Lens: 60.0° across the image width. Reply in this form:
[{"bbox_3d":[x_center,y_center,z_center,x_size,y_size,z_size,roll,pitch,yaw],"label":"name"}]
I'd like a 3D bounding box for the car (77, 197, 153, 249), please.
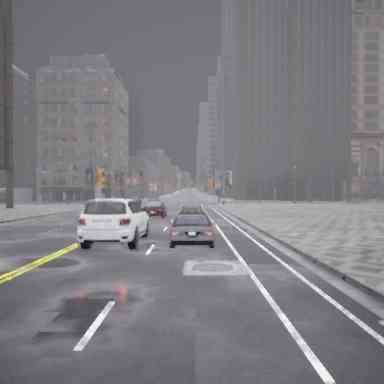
[{"bbox_3d":[-3.250,1.263,14.683,2.150,2.045,5.566,0,0,0],"label":"car"}]

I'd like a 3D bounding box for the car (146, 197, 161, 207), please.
[{"bbox_3d":[-6.500,1.670,56.661,1.837,1.490,4.892,0,0,0],"label":"car"}]

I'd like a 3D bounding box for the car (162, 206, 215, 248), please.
[{"bbox_3d":[0.000,1.569,14.654,2.033,1.411,5.357,0,0,0],"label":"car"}]

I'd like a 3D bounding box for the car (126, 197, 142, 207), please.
[{"bbox_3d":[-9.750,1.621,56.661,1.882,1.535,5.008,0,0,0],"label":"car"}]

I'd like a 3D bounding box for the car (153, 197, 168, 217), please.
[{"bbox_3d":[-3.249,1.519,29.657,1.882,1.535,5.008,0,0,0],"label":"car"}]

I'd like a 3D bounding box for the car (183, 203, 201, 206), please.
[{"bbox_3d":[0.001,1.651,29.686,1.895,1.301,4.718,0,0,0],"label":"car"}]
